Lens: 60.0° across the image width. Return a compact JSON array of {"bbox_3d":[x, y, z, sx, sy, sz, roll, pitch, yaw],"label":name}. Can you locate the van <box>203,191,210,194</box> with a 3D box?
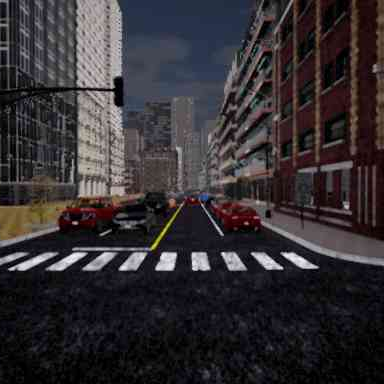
[{"bbox_3d":[2.687,0.911,62.927,1.690,1.788,3.998,0,0,0],"label":"van"}]

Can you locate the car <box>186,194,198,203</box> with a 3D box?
[{"bbox_3d":[0.002,1.161,58.593,1.994,1.385,4.181,0,0,0],"label":"car"}]

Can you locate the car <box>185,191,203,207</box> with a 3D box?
[{"bbox_3d":[0.103,1.039,45.190,2.097,1.767,4.553,0,1,0],"label":"car"}]

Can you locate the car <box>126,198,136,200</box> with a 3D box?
[{"bbox_3d":[-5.694,1.331,29.764,1.887,1.381,4.507,0,0,0],"label":"car"}]

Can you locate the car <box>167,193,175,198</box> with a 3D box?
[{"bbox_3d":[-5.692,0.985,90.567,1.802,1.307,4.206,0,0,0],"label":"car"}]

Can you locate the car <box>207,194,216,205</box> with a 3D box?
[{"bbox_3d":[2.685,1.226,29.763,1.967,1.590,4.097,0,0,0],"label":"car"}]

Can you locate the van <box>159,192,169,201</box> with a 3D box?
[{"bbox_3d":[-5.694,0.876,68.456,1.690,1.788,3.998,0,0,0],"label":"van"}]

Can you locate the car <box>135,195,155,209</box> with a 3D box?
[{"bbox_3d":[-5.694,1.151,40.819,1.967,1.590,4.097,0,0,0],"label":"car"}]

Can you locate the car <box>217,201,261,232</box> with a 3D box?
[{"bbox_3d":[2.686,1.409,18.709,1.887,1.381,4.507,0,0,0],"label":"car"}]

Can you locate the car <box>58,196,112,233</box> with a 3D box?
[{"bbox_3d":[-5.696,1.179,18.708,2.192,1.841,5.009,0,0,0],"label":"car"}]

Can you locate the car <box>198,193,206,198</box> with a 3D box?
[{"bbox_3d":[2.689,0.969,90.566,1.947,1.339,4.313,0,0,0],"label":"car"}]

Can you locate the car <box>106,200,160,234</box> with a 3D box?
[{"bbox_3d":[-3.088,1.392,18.390,1.812,1.442,4.674,0,0,0],"label":"car"}]

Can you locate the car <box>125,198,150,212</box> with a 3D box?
[{"bbox_3d":[-5.694,1.314,35.292,1.947,1.339,4.313,0,0,0],"label":"car"}]

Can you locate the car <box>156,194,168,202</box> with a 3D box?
[{"bbox_3d":[-5.693,1.114,62.930,1.887,1.381,4.507,0,0,0],"label":"car"}]

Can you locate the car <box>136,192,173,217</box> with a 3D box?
[{"bbox_3d":[-3.081,1.015,28.626,2.150,2.045,5.566,0,0,0],"label":"car"}]

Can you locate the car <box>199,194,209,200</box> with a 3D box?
[{"bbox_3d":[2.688,1.052,73.984,2.008,1.369,4.403,0,0,0],"label":"car"}]

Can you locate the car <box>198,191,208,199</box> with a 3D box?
[{"bbox_3d":[2.686,0.783,79.510,2.192,1.841,5.009,0,0,0],"label":"car"}]

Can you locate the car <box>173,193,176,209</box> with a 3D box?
[{"bbox_3d":[-3.064,1.074,39.270,2.097,1.767,4.553,0,0,0],"label":"car"}]

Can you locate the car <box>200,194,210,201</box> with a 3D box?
[{"bbox_3d":[2.688,1.080,68.456,1.887,1.381,4.507,0,0,0],"label":"car"}]

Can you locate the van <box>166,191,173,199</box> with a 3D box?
[{"bbox_3d":[-5.693,0.776,85.038,1.690,1.788,3.998,0,0,0],"label":"van"}]

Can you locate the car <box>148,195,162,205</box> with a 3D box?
[{"bbox_3d":[-5.694,1.166,51.704,1.752,1.417,4.829,0,0,0],"label":"car"}]

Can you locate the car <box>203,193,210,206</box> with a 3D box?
[{"bbox_3d":[2.686,1.241,46.346,1.947,1.339,4.313,0,0,0],"label":"car"}]

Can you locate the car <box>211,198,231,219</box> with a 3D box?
[{"bbox_3d":[2.686,1.370,24.236,1.887,1.381,4.507,0,0,0],"label":"car"}]
